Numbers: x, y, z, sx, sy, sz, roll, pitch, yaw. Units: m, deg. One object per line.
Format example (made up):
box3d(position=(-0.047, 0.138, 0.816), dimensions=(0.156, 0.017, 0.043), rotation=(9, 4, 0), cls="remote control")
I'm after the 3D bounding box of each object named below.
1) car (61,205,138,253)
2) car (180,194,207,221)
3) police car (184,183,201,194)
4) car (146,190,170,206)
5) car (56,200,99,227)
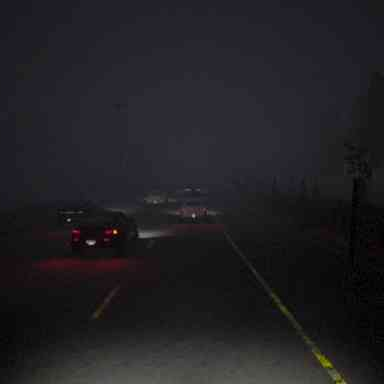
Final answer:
box3d(position=(-3.398, 1.496, 13.522), dimensions=(1.812, 1.442, 4.674), rotation=(0, 1, 0), cls="car")
box3d(position=(0.102, 1.179, 23.804), dimensions=(1.812, 1.442, 4.674), rotation=(0, 3, 0), cls="car")
box3d(position=(0.044, -0.335, 40.625), dimensions=(2.038, 1.542, 4.974), rotation=(0, 7, 0), cls="police car")
box3d(position=(-3.419, 0.502, 33.155), dimensions=(1.812, 1.442, 4.674), rotation=(0, 5, 0), cls="car")
box3d(position=(-6.899, 1.272, 21.075), dimensions=(2.128, 1.511, 4.902), rotation=(0, 2, 0), cls="car")
